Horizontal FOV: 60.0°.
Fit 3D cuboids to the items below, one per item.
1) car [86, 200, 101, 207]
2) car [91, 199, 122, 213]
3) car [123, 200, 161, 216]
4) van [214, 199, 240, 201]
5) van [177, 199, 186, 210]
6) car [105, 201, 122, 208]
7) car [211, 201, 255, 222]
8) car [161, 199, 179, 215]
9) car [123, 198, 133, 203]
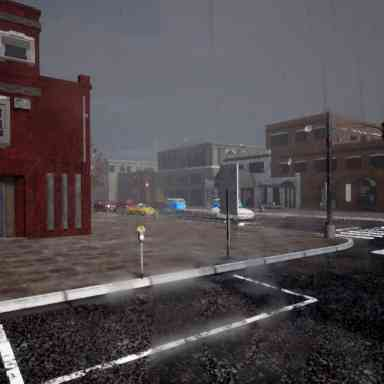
[{"bbox_3d":[-22.614,2.595,76.266,1.802,1.307,4.206,-2,0,-36],"label":"car"},{"bbox_3d":[-12.708,2.001,48.521,2.192,1.841,5.009,-2,0,-36],"label":"car"},{"bbox_3d":[-5.930,2.048,39.241,1.752,1.417,4.829,-2,0,-36],"label":"car"},{"bbox_3d":[4.068,1.707,39.693,1.690,1.788,3.998,-2,0,-36],"label":"van"},{"bbox_3d":[-2.604,1.868,48.835,1.690,1.788,3.998,-2,0,-36],"label":"van"},{"bbox_3d":[-15.941,2.433,67.122,1.802,1.307,4.206,-2,0,-36],"label":"car"},{"bbox_3d":[3.634,1.843,30.490,1.812,1.442,4.674,-1,0,-36],"label":"car"},{"bbox_3d":[-4.021,2.008,40.996,1.837,1.490,4.892,-1,-1,-36],"label":"car"},{"bbox_3d":[-12.613,2.085,62.551,2.192,1.841,5.009,-2,0,-36],"label":"car"}]
